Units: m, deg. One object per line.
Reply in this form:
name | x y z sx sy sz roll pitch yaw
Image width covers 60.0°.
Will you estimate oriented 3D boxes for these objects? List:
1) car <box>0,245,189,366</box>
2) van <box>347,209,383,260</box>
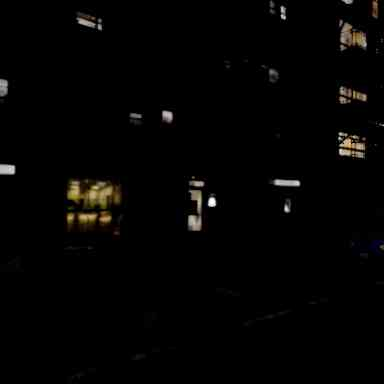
car | -2.149 1.555 5.019 4.507 1.381 1.887 1 0 -35
van | 7.071 1.468 11.594 3.998 1.788 1.690 1 0 -35
